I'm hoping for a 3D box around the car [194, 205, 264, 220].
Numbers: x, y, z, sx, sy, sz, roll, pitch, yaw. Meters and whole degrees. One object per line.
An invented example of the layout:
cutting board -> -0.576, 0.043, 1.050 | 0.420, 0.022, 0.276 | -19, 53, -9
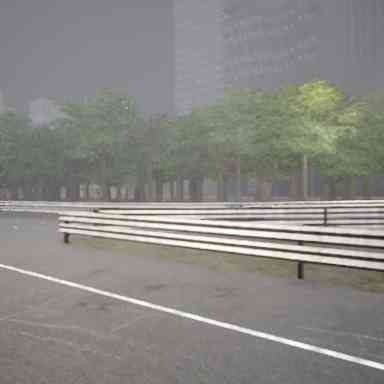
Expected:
car -> 2.179, 1.456, 19.588 | 4.181, 1.385, 1.994 | -1, 0, 12
